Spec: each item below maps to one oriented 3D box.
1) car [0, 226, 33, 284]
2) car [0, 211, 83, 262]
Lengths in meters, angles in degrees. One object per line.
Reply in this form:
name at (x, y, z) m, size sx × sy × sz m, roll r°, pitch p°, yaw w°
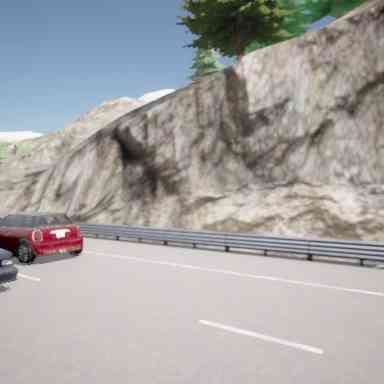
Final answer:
car at (-6.572, 1.690, 8.594) m, size 5.357 × 1.411 × 2.033 m, roll -1°, pitch -1°, yaw 36°
car at (-6.232, 1.523, 12.675) m, size 4.553 × 1.767 × 2.097 m, roll -1°, pitch -1°, yaw 36°
